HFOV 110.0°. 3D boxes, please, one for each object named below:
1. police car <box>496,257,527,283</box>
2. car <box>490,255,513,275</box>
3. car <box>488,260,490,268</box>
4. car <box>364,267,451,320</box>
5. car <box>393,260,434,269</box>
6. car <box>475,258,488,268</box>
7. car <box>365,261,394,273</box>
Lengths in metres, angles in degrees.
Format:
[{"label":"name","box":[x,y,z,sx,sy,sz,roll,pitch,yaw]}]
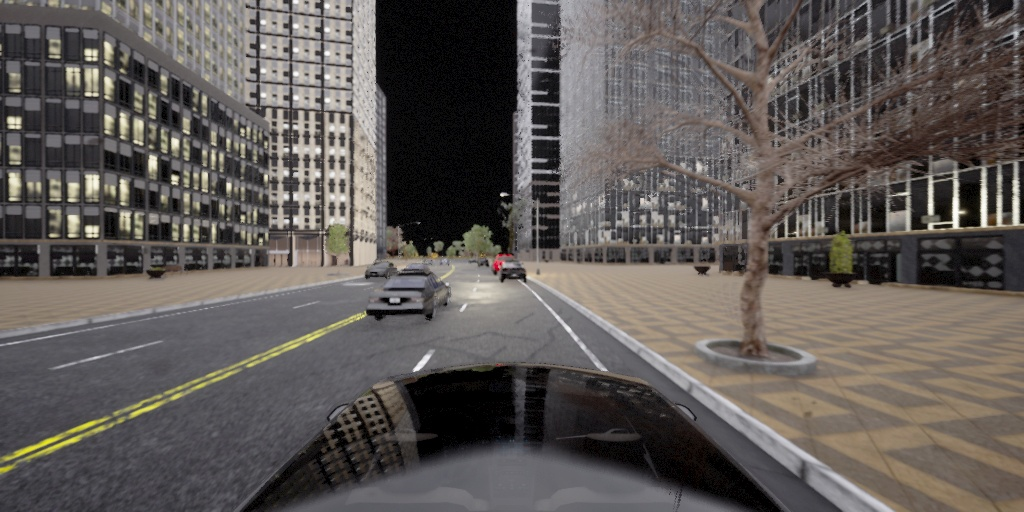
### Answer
[{"label":"police car","box":[0.002,1.131,27.661,1.930,1.638,5.238,0,0,-4]},{"label":"car","box":[-0.864,0.917,37.703,2.150,2.045,5.566,0,0,-6]},{"label":"car","box":[-1.513,1.189,43.733,1.837,1.490,4.892,0,0,-7]},{"label":"car","box":[-3.365,1.283,12.563,2.033,1.411,5.357,0,0,-2]},{"label":"car","box":[-7.722,1.263,29.042,2.033,1.411,5.357,0,0,-4]},{"label":"car","box":[-4.827,1.172,60.775,1.837,1.490,4.892,0,0,-10]},{"label":"car","box":[-11.135,1.223,30.832,1.837,1.490,4.892,0,0,-5]}]
